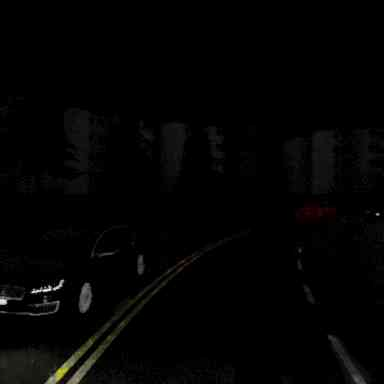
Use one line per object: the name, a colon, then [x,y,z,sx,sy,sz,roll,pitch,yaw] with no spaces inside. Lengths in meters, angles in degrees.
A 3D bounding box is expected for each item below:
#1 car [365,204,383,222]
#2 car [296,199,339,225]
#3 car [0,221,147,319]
car: [15.494,1.684,26.697,1.994,1.385,4.181,0,0,44]
car: [9.744,1.434,25.592,2.097,1.767,4.553,0,0,38]
car: [-2.506,1.496,7.615,1.837,1.490,4.892,0,0,12]
